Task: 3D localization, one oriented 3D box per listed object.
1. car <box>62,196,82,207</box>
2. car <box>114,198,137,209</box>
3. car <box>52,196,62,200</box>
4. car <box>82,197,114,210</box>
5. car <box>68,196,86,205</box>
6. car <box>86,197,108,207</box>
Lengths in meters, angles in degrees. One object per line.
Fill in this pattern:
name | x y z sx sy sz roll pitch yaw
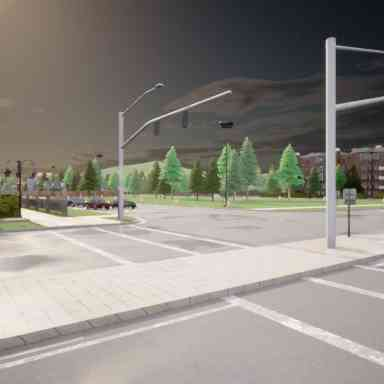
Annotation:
car | -17.586 1.505 50.232 1.837 1.490 4.892 0 0 -36
car | -9.390 1.547 44.899 2.033 1.411 5.357 0 0 -36
car | -23.423 1.505 58.317 1.837 1.490 4.892 0 0 -36
car | -12.176 1.601 42.789 1.895 1.301 4.718 0 0 -36
car | -21.285 1.478 61.356 1.882 1.535 5.008 0 0 -36
car | -15.186 1.505 52.891 1.837 1.490 4.892 0 0 -36
